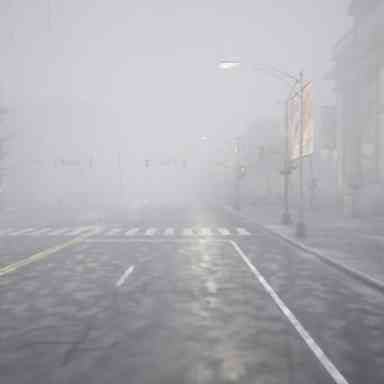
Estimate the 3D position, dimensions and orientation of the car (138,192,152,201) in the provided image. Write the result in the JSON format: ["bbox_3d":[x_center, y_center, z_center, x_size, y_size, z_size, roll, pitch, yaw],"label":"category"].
[{"bbox_3d":[-10.490,1.129,72.221,1.837,1.490,4.892,0,0,0],"label":"car"}]

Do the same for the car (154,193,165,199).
[{"bbox_3d":[-8.792,1.015,90.122,1.882,1.535,5.008,0,0,-18],"label":"car"}]

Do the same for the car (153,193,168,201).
[{"bbox_3d":[-6.999,1.146,73.634,1.812,1.442,4.674,0,0,0],"label":"car"}]
